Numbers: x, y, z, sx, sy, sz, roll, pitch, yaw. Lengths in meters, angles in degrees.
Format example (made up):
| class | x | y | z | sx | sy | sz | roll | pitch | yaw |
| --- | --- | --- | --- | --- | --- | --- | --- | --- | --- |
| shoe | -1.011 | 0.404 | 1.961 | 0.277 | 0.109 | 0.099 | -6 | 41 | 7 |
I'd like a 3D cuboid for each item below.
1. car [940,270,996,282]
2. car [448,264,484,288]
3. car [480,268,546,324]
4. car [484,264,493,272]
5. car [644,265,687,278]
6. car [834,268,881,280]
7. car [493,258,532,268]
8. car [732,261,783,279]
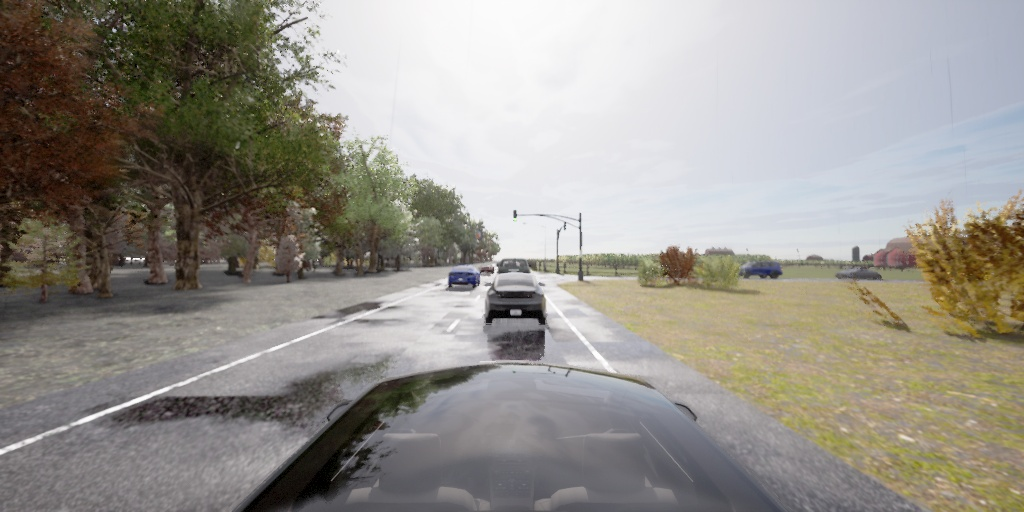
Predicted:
| class | x | y | z | sx | sy | sz | roll | pitch | yaw |
| --- | --- | --- | --- | --- | --- | --- | --- | --- | --- |
| car | 48.955 | 2.090 | 38.523 | 4.674 | 1.442 | 1.812 | 1 | -1 | 0 |
| car | -3.381 | 1.420 | 26.077 | 1.882 | 1.535 | 5.008 | 0 | 0 | 0 |
| car | 0.107 | 1.339 | 12.369 | 1.837 | 1.490 | 4.892 | 0 | 0 | 0 |
| car | -3.371 | 1.716 | 48.358 | 1.895 | 1.301 | 4.718 | 0 | 0 | 0 |
| car | 18.012 | 1.821 | 42.305 | 4.892 | 1.490 | 1.837 | 1 | -1 | 1 |
| car | 40.588 | 2.125 | 42.142 | 4.181 | 1.385 | 1.994 | 1 | -1 | 1 |
| car | 0.172 | 1.149 | 24.234 | 2.150 | 2.045 | 5.566 | 0 | -1 | 1 |
| car | 28.687 | 1.653 | 42.234 | 5.566 | 2.045 | 2.150 | 1 | -1 | 0 |
